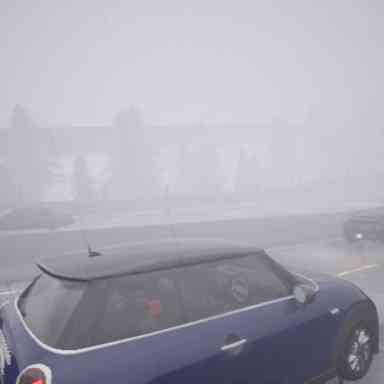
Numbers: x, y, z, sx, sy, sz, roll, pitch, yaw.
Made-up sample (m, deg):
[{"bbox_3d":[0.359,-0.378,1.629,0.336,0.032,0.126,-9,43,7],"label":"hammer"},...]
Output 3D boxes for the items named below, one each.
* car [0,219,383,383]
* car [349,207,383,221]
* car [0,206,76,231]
[{"bbox_3d":[0.213,1.335,3.898,4.553,1.767,2.097,-1,0,-35],"label":"car"},{"bbox_3d":[8.270,1.391,13.943,4.892,1.490,1.837,0,0,-35],"label":"car"},{"bbox_3d":[-9.392,1.524,18.661,5.357,1.411,2.033,0,0,-36],"label":"car"}]
